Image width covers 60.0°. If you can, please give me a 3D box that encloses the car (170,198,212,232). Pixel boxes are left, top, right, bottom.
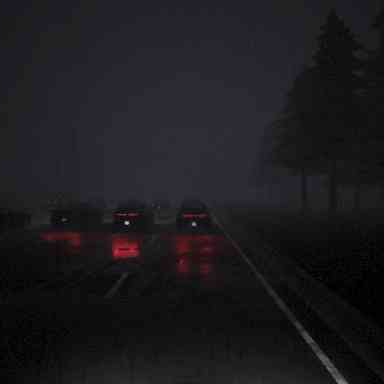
[{"bbox_3d":[0.101,1.350,18.850,2.128,1.511,4.902,0,0,0],"label":"car"}]

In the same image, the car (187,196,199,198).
[{"bbox_3d":[0.080,1.208,37.776,2.128,1.511,4.902,0,0,0],"label":"car"}]

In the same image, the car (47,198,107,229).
[{"bbox_3d":[-6.899,1.324,20.390,1.882,1.535,5.008,0,0,0],"label":"car"}]

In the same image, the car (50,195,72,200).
[{"bbox_3d":[-13.926,1.080,36.201,2.097,1.767,4.553,0,0,0],"label":"car"}]

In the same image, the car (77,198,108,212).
[{"bbox_3d":[-10.430,1.336,35.224,1.895,1.301,4.718,0,0,0],"label":"car"}]

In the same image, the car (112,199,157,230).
[{"bbox_3d":[-3.399,1.354,19.809,1.837,1.490,4.892,0,0,0],"label":"car"}]

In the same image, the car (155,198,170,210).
[{"bbox_3d":[-3.420,1.323,36.948,1.895,1.301,4.718,0,0,0],"label":"car"}]

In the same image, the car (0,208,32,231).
[{"bbox_3d":[-10.400,1.467,17.595,1.895,1.301,4.718,0,0,0],"label":"car"}]
